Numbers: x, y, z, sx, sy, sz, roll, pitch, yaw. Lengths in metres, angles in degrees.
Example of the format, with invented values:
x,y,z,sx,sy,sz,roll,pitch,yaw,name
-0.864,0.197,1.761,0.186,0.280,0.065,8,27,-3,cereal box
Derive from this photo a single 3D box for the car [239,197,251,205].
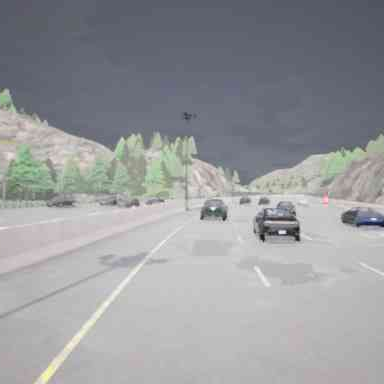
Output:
x,y,z,sx,sy,sz,roll,pitch,yaw,name
10.360,1.658,64.282,1.837,1.490,4.892,0,-1,17,car

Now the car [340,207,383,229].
x,y,z,sx,sy,sz,roll,pitch,yaw,name
11.995,1.729,23.450,1.994,1.385,4.181,1,0,7,car

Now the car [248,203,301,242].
x,y,z,sx,sy,sz,roll,pitch,yaw,name
4.177,1.550,16.887,2.128,1.511,4.902,1,0,6,car

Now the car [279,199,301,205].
x,y,z,sx,sy,sz,roll,pitch,yaw,name
9.781,1.687,34.775,2.033,1.411,5.357,1,0,12,car

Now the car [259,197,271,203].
x,y,z,sx,sy,sz,roll,pitch,yaw,name
14.005,1.706,64.179,1.837,1.490,4.892,0,-1,17,car

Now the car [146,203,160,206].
x,y,z,sx,sy,sz,roll,pitch,yaw,name
-5.214,1.508,47.205,1.994,1.385,4.181,1,0,13,car

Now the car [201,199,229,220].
x,y,z,sx,sy,sz,roll,pitch,yaw,name
2.029,1.388,28.710,2.097,1.767,4.553,1,0,9,car

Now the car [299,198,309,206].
x,y,z,sx,sy,sz,roll,pitch,yaw,name
20.846,1.819,62.546,1.812,1.442,4.674,1,0,16,car
